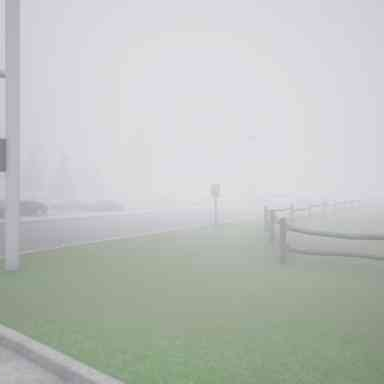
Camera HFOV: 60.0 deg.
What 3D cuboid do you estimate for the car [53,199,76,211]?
[{"bbox_3d":[-15.171,1.564,41.645,1.994,1.385,4.181,0,0,35],"label":"car"}]

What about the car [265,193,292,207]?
[{"bbox_3d":[13.554,1.221,50.132,2.150,2.045,5.566,0,0,38],"label":"car"}]

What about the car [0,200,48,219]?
[{"bbox_3d":[-15.231,1.505,29.319,1.837,1.490,4.892,0,0,35],"label":"car"}]

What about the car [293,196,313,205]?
[{"bbox_3d":[19.662,1.478,58.651,1.882,1.535,5.008,0,0,36],"label":"car"}]

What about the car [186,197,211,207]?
[{"bbox_3d":[1.002,1.526,52.541,1.812,1.442,4.674,0,0,35],"label":"car"}]

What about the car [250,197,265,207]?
[{"bbox_3d":[10.880,1.492,52.413,2.128,1.511,4.902,0,0,36],"label":"car"}]

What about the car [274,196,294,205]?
[{"bbox_3d":[16.844,1.478,60.727,1.882,1.535,5.008,0,0,36],"label":"car"}]

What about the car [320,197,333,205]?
[{"bbox_3d":[22.480,1.547,56.575,2.033,1.411,5.357,0,0,36],"label":"car"}]

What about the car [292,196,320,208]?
[{"bbox_3d":[16.676,1.564,48.480,1.994,1.385,4.181,0,0,36],"label":"car"}]

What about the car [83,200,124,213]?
[{"bbox_3d":[-9.622,1.564,37.366,1.994,1.385,4.181,0,0,35],"label":"car"}]

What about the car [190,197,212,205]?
[{"bbox_3d":[1.692,1.565,59.516,1.994,1.385,4.181,0,0,36],"label":"car"}]

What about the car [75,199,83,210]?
[{"bbox_3d":[-11.459,1.601,40.852,1.895,1.301,4.718,0,0,35],"label":"car"}]

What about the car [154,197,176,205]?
[{"bbox_3d":[-4.557,1.564,56.800,1.994,1.385,4.181,0,0,35],"label":"car"}]
